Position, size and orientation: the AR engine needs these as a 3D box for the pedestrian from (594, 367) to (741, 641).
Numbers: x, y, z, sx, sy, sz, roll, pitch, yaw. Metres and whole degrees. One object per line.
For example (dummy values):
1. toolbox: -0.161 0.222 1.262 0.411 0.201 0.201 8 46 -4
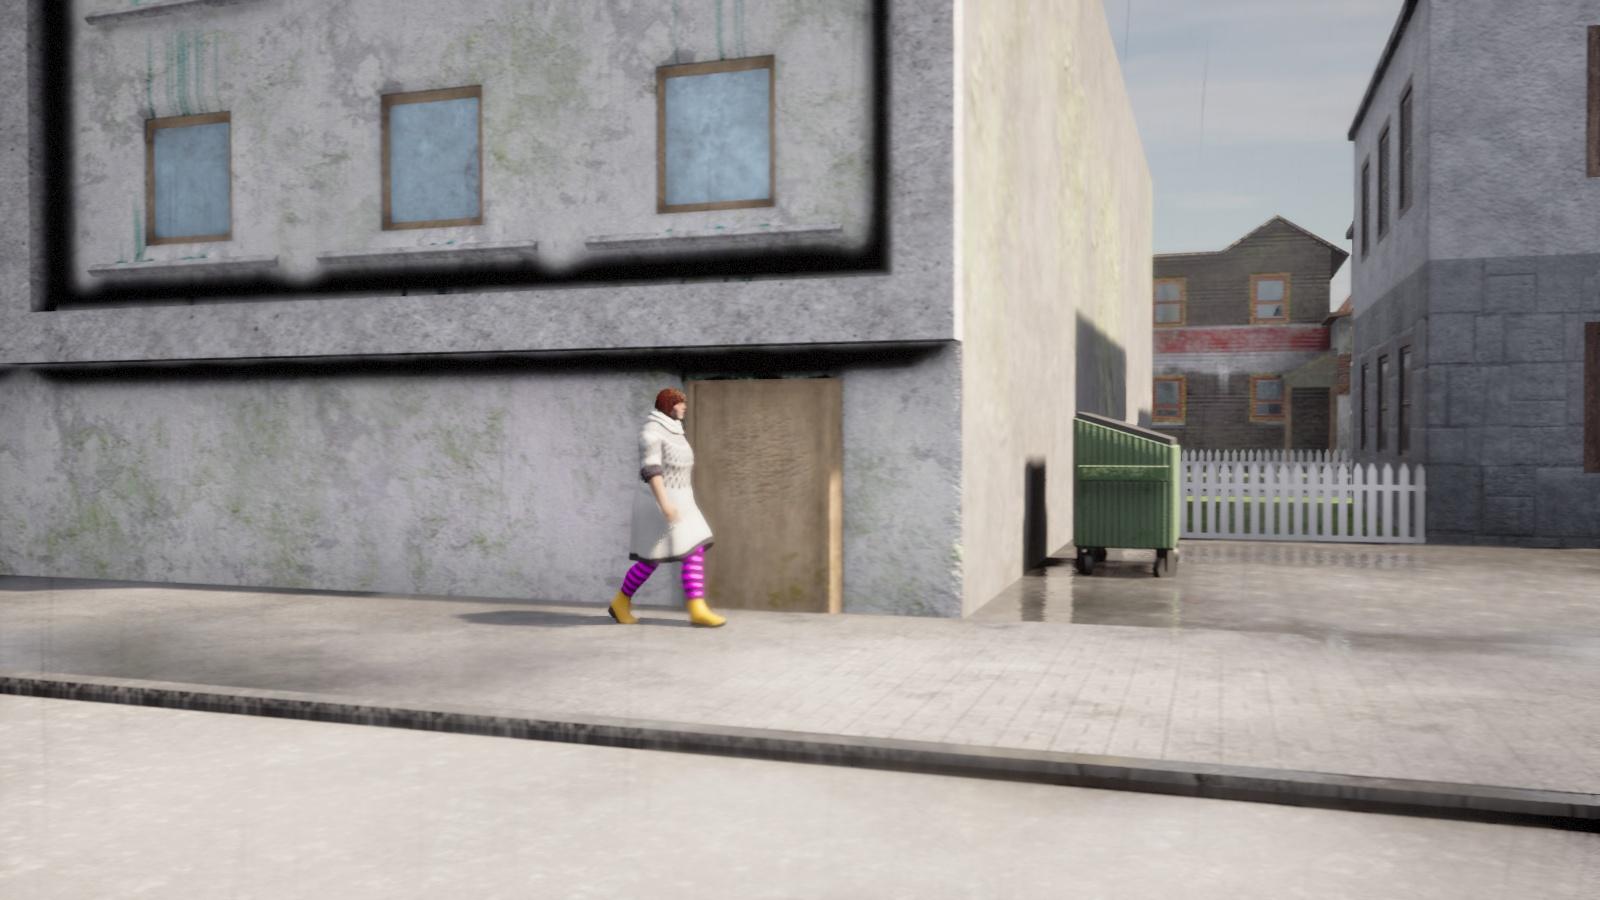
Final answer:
1. pedestrian: -0.985 0.376 9.398 0.873 1.952 0.659 1 1 25
